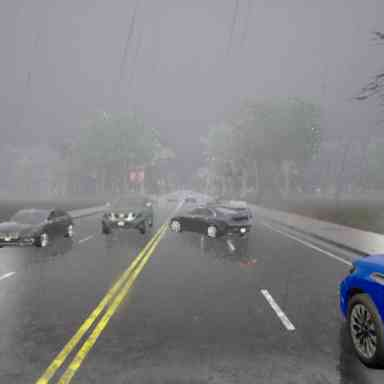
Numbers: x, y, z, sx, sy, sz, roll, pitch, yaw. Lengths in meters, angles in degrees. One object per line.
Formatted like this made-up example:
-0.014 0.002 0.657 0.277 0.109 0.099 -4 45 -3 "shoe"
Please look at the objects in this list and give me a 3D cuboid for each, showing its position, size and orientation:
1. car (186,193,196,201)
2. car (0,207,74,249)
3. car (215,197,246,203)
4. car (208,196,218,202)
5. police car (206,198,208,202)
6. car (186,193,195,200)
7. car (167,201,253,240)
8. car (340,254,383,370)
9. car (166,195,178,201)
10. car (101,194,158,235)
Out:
-0.229 1.271 60.522 1.812 1.442 4.674 0 0 0 "car"
-6.633 1.443 14.368 1.837 1.490 4.892 0 0 0 "car"
3.183 1.399 24.542 2.163 1.488 4.792 0 0 0 "car"
3.133 1.281 35.517 2.033 1.649 4.856 0 0 0 "car"
3.071 1.308 46.523 2.038 1.542 4.974 0 0 0 "police car"
-0.427 1.021 78.337 2.097 1.767 4.553 0 0 -1 "car"
0.785 1.435 16.693 1.837 1.490 4.892 0 1 -38 "car"
3.247 1.210 2.530 2.150 2.045 5.566 0 0 0 "car"
-3.579 1.247 61.513 1.837 1.490 4.892 0 0 0 "car"
-3.396 1.142 18.625 2.150 2.045 5.566 0 0 0 "car"
